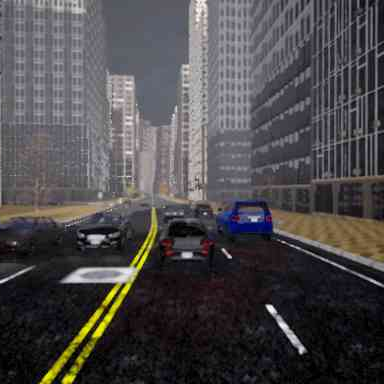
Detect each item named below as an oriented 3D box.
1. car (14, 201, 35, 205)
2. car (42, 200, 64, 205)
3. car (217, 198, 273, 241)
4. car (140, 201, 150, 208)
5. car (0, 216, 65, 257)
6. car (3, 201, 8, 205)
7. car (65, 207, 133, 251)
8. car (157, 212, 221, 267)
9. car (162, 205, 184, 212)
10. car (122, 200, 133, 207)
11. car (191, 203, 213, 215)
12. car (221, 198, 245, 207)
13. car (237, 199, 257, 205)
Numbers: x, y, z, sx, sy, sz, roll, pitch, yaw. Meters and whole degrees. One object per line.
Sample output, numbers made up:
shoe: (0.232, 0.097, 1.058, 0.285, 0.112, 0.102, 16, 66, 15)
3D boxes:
car: (-35.159, 2.222, 70.074, 4.206, 1.307, 1.802, 0, 0, -6)
car: (-29.499, 2.255, 70.616, 4.313, 1.339, 1.947, 0, 0, -6)
car: (2.706, 1.429, 18.117, 2.150, 2.045, 5.566, 0, -1, -4)
car: (-9.124, 2.361, 64.246, 1.895, 1.301, 4.718, 0, -1, -7)
car: (-6.899, 1.713, 13.927, 2.033, 1.411, 5.357, 0, -1, -3)
car: (-40.820, 2.157, 69.573, 4.313, 1.339, 1.947, 0, 0, -6)
car: (-3.784, 1.668, 15.040, 2.128, 1.511, 4.902, 0, -1, -3)
car: (-0.227, 1.663, 11.837, 1.812, 1.442, 4.674, 0, 0, -2)
car: (-1.694, 1.891, 29.940, 2.033, 1.411, 5.357, 0, -1, -6)
car: (-12.355, 2.259, 63.888, 1.837, 1.490, 4.892, 0, -1, -7)
car: (1.013, 1.898, 34.855, 1.837, 1.490, 4.892, 0, -1, -7)
car: (9.216, 2.333, 74.706, 5.009, 1.841, 2.192, 0, 0, -6)
car: (13.802, 2.547, 83.597, 4.829, 1.417, 1.752, 0, 0, -6)
